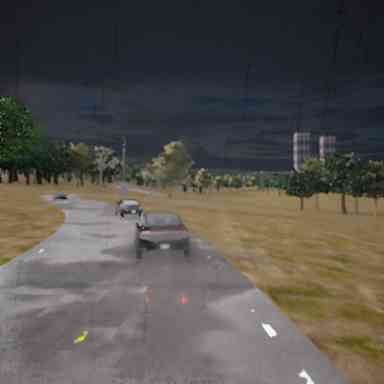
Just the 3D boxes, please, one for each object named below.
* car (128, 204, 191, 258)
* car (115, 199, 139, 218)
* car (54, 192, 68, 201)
[{"bbox_3d":[-1.234,1.465,12.701,2.128,1.511,4.902,0,1,-9],"label":"car"},{"bbox_3d":[-5.331,1.289,27.971,1.812,1.442,4.674,0,1,-20],"label":"car"},{"bbox_3d":[-21.242,0.649,53.693,2.033,1.411,5.357,0,2,-27],"label":"car"}]
